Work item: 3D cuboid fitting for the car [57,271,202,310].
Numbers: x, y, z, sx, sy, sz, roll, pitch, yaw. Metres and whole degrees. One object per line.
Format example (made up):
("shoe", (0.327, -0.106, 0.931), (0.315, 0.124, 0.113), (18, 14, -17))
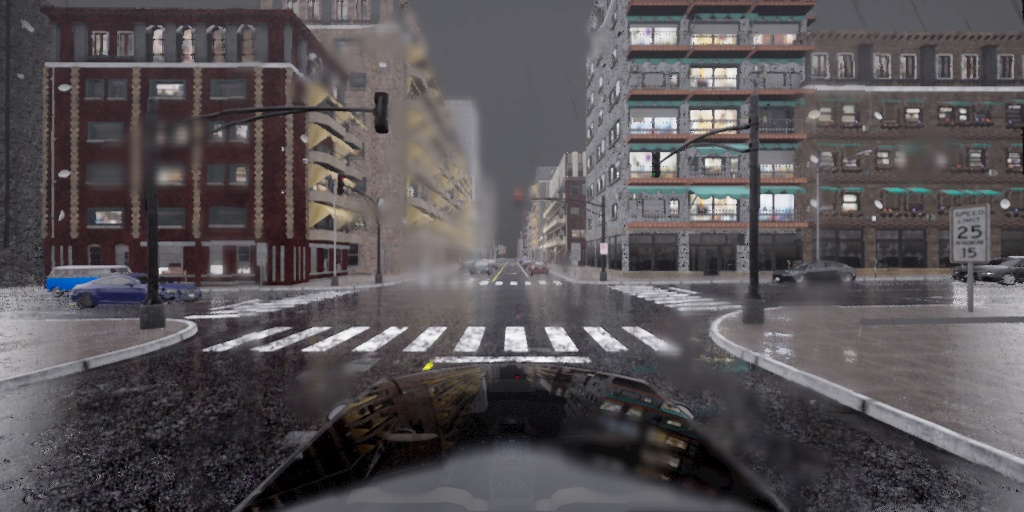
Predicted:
("car", (-16.446, 1.510, 15.784), (4.674, 1.442, 1.812), (-1, 0, 0))

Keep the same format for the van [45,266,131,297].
("van", (-25.358, 1.481, 21.568), (3.998, 1.789, 1.690), (0, 0, 0))

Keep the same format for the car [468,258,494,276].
("car", (-3.077, 1.250, 36.447), (1.812, 1.442, 4.674), (0, 0, 0))

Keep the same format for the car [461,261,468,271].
("car", (-5.665, 1.268, 47.270), (2.007, 1.370, 4.403), (0, 0, 0))

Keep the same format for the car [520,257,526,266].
("car", (2.723, 1.293, 58.333), (1.802, 1.307, 4.207), (0, 0, 0))

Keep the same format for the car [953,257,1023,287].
("car", (26.628, 0.791, 19.063), (4.892, 1.490, 1.837), (-1, 0, 0))

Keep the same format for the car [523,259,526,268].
("car", (2.712, 1.271, 41.729), (2.007, 1.370, 4.403), (0, 0, 0))

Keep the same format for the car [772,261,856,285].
("car", (18.280, 0.995, 21.747), (4.313, 1.339, 1.948), (0, 0, 0))

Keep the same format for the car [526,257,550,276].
("car", (2.709, 1.164, 36.196), (1.967, 1.591, 4.097), (0, 0, 0))

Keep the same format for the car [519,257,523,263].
("car", (2.726, 1.291, 63.867), (1.802, 1.307, 4.207), (0, 0, 0))

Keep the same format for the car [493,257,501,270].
("car", (-3.057, 1.240, 52.783), (1.812, 1.442, 4.674), (0, 0, 0))
